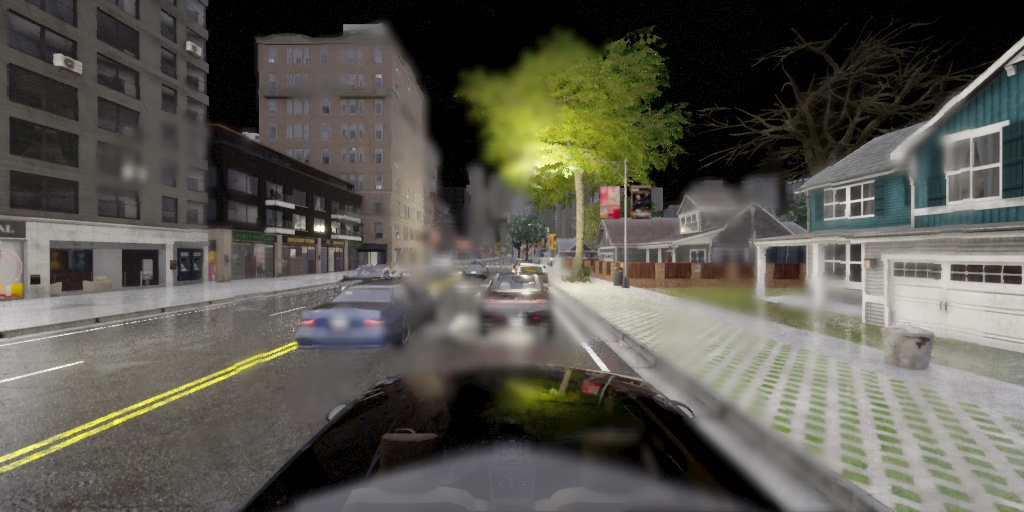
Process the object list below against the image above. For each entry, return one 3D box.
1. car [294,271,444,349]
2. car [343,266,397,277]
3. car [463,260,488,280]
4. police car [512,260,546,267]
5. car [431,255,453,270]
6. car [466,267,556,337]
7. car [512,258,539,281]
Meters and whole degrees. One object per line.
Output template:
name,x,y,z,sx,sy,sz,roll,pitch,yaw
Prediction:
car,-3.133,1.295,9.106,2.033,1.411,5.357,0,0,1
car,-6.558,1.234,16.890,2.128,1.511,4.902,0,0,0
car,-3.070,1.293,31.257,1.994,1.385,4.181,0,0,0
police car,1.025,1.165,20.520,1.930,1.638,5.238,0,0,0
car,-9.718,0.933,50.276,2.150,2.045,5.566,0,0,0
car,0.121,1.239,10.270,2.128,1.511,4.902,0,0,0
car,1.051,1.081,30.380,2.097,1.767,4.553,0,0,0
